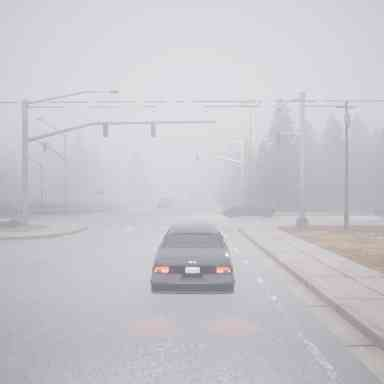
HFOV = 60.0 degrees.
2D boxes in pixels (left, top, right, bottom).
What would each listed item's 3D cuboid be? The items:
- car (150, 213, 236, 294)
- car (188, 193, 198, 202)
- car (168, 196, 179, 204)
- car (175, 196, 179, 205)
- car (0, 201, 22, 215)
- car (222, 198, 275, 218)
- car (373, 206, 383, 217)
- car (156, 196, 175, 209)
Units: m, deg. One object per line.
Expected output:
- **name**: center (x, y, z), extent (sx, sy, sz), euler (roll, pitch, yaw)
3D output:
- **car**: center (0.030, 1.545, 8.919), extent (2.033, 1.411, 5.357), euler (0, 0, 0)
- **car**: center (0.173, 1.225, 74.778), extent (2.150, 2.045, 5.566), euler (0, 0, 2)
- **car**: center (-3.597, 1.505, 64.573), extent (1.837, 1.490, 4.892), euler (0, 0, 1)
- **car**: center (-3.695, 1.491, 54.695), extent (2.128, 1.511, 4.902), euler (0, 0, 0)
- **car**: center (-17.357, 1.552, 30.093), extent (4.674, 1.442, 1.812), euler (0, 0, 1)
- **car**: center (4.963, 1.373, 29.585), extent (4.553, 1.767, 2.097), euler (0, 0, -3)
- **car**: center (18.501, 1.590, 29.526), extent (4.181, 1.385, 1.994), euler (0, 0, 1)
- **car**: center (-3.698, 1.505, 45.044), extent (1.837, 1.490, 4.892), euler (0, 0, 0)
